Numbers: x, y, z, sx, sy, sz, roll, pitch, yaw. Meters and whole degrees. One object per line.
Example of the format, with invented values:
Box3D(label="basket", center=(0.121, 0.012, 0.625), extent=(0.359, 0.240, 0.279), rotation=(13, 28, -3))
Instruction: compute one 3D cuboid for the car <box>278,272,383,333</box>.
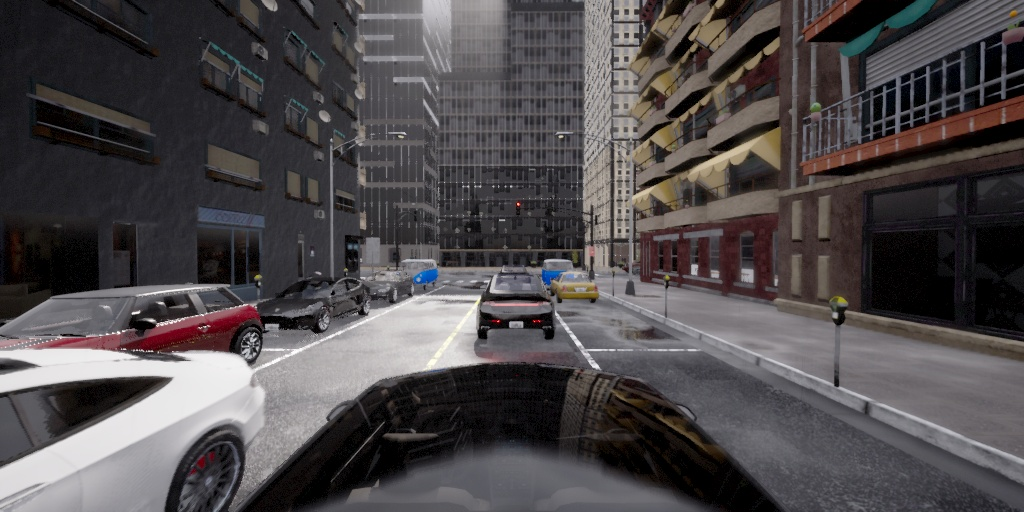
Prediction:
Box3D(label="car", center=(-5.678, 1.315, 10.671), extent=(1.948, 1.339, 4.313), rotation=(0, 0, 0))

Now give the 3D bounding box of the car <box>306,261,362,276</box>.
Box3D(label="car", center=(-17.594, 1.219, 35.601), extent=(4.674, 1.442, 1.812), rotation=(0, 1, 0))

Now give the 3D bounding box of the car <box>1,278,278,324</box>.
Box3D(label="car", center=(-5.687, 1.189, 5.070), extent=(1.967, 1.591, 4.097), rotation=(0, 0, 0))

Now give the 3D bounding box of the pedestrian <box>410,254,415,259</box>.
Box3D(label="pedestrian", center=(-12.320, 0.643, 44.289), extent=(0.375, 1.860, 0.375), rotation=(0, 1, 0))

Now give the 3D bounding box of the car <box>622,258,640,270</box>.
Box3D(label="car", center=(15.301, 1.095, 41.148), extent=(5.009, 1.841, 2.192), rotation=(0, 0, 0))

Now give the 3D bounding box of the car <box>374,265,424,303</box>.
Box3D(label="car", center=(-5.668, 1.300, 16.274), extent=(2.007, 1.370, 4.403), rotation=(0, 0, 0))

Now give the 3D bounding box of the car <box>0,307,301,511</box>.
Box3D(label="car", center=(-3.102, 1.276, 1.352), extent=(1.812, 1.442, 4.674), rotation=(0, 0, 0))

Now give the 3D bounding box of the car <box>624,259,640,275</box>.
Box3D(label="car", center=(14.738, 1.377, 38.552), extent=(4.181, 1.385, 1.994), rotation=(0, 1, 0))

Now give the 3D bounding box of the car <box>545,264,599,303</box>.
Box3D(label="car", center=(2.714, 1.275, 16.400), extent=(1.751, 1.417, 4.829), rotation=(0, 0, 0))

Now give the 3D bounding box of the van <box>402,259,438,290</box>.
Box3D(label="van", center=(-5.658, 1.090, 21.875), extent=(1.690, 1.789, 3.998), rotation=(0, 0, 0))

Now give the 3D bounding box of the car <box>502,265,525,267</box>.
Box3D(label="car", center=(0.097, 1.241, 20.310), extent=(2.128, 1.511, 4.902), rotation=(0, 0, 0))

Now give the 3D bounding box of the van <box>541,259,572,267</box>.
Box3D(label="van", center=(2.723, 1.090, 21.832), extent=(1.690, 1.789, 3.998), rotation=(0, 0, 0))

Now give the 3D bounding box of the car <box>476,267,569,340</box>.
Box3D(label="car", center=(0.097, 1.241, 10.007), extent=(2.128, 1.511, 4.902), rotation=(0, 0, 0))
